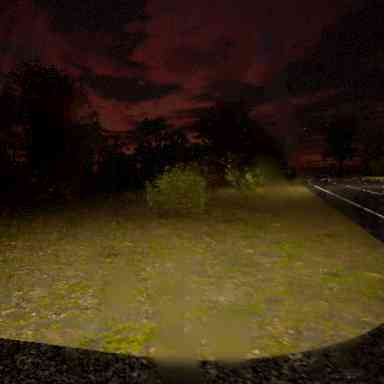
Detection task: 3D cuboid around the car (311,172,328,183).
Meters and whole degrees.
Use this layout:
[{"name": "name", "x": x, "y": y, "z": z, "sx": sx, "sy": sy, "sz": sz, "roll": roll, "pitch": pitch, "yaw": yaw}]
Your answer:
[{"name": "car", "x": 20.741, "y": -2.202, "z": 53.515, "sx": 1.812, "sy": 1.442, "sz": 4.674, "roll": -1, "pitch": 3, "yaw": 17}]
